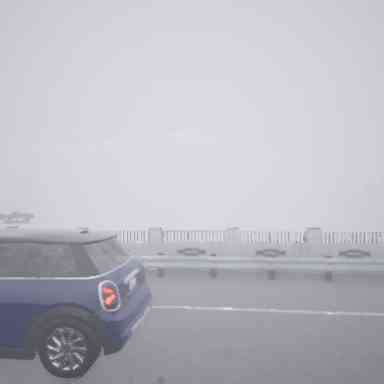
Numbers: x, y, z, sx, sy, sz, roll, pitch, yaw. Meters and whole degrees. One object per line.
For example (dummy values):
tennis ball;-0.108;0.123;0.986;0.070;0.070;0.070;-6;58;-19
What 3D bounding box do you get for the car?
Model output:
car;-2.983;1.380;5.190;4.553;1.767;2.097;0;0;7
